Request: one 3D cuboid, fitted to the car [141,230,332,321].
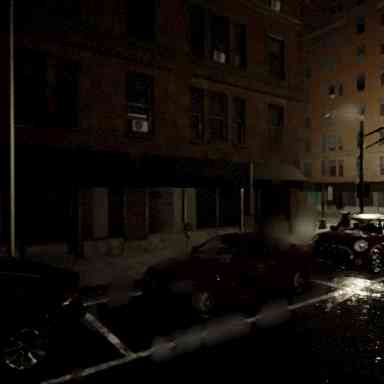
[{"bbox_3d":[0.959,1.584,7.219,4.206,1.307,1.802,0,0,-35],"label":"car"}]

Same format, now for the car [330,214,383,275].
[{"bbox_3d":[5.438,1.444,10.413,4.097,1.590,1.967,0,0,-35],"label":"car"}]

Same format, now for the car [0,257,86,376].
[{"bbox_3d":[-3.520,1.565,4.024,4.313,1.339,1.947,0,0,-35],"label":"car"}]
